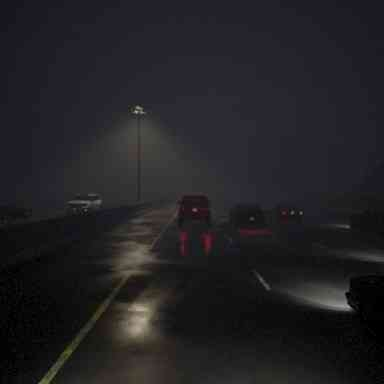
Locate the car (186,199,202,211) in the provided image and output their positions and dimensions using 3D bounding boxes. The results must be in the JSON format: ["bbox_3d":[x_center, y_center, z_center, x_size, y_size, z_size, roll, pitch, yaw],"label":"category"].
[{"bbox_3d":[0.288,1.592,42.314,1.895,1.301,4.718,0,0,0],"label":"car"}]

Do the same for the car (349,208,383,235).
[{"bbox_3d":[10.681,1.572,18.865,1.994,1.385,4.181,0,0,0],"label":"car"}]

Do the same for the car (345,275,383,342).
[{"bbox_3d":[3.615,1.551,3.412,2.033,1.411,5.357,0,0,0],"label":"car"}]

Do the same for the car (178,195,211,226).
[{"bbox_3d":[0.189,1.219,23.748,2.150,2.045,5.566,0,0,0],"label":"car"}]

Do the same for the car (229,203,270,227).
[{"bbox_3d":[3.699,1.477,22.874,1.882,1.535,5.008,0,0,0],"label":"car"}]

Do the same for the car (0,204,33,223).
[{"bbox_3d":[-13.980,1.581,25.124,1.895,1.301,4.718,0,0,0],"label":"car"}]

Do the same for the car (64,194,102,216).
[{"bbox_3d":[-10.411,1.206,32.348,2.150,2.045,5.566,0,0,1],"label":"car"}]

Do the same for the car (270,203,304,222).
[{"bbox_3d":[7.216,1.550,26.335,2.033,1.411,5.357,0,0,0],"label":"car"}]
